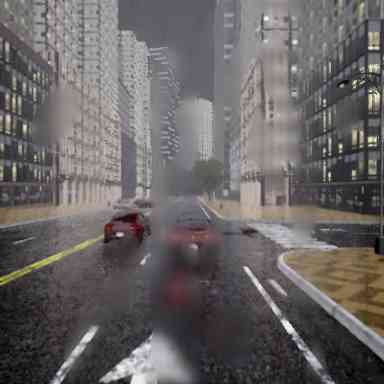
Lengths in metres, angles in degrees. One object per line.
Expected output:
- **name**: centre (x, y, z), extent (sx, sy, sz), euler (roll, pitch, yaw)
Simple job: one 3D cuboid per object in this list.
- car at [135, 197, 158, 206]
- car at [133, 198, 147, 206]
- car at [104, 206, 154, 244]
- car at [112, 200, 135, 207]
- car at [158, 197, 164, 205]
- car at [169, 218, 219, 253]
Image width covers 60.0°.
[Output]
- **car**: centre (-6.588, 1.785, 48.287), extent (1.994, 1.385, 4.181), euler (0, 0, 0)
- **car**: centre (-9.774, 1.888, 62.939), extent (1.895, 1.301, 4.718), euler (0, 0, 0)
- **car**: centre (-3.150, 1.681, 16.879), extent (1.812, 1.442, 4.674), euler (0, 0, 0)
- **car**: centre (-9.843, 1.815, 46.973), extent (1.895, 1.301, 4.718), euler (0, 0, 0)
- **car**: centre (-6.527, 1.792, 64.807), extent (2.128, 1.511, 4.902), euler (0, 0, 1)
- **car**: centre (0.075, 1.767, 14.416), extent (1.895, 1.301, 4.718), euler (0, -1, 0)
